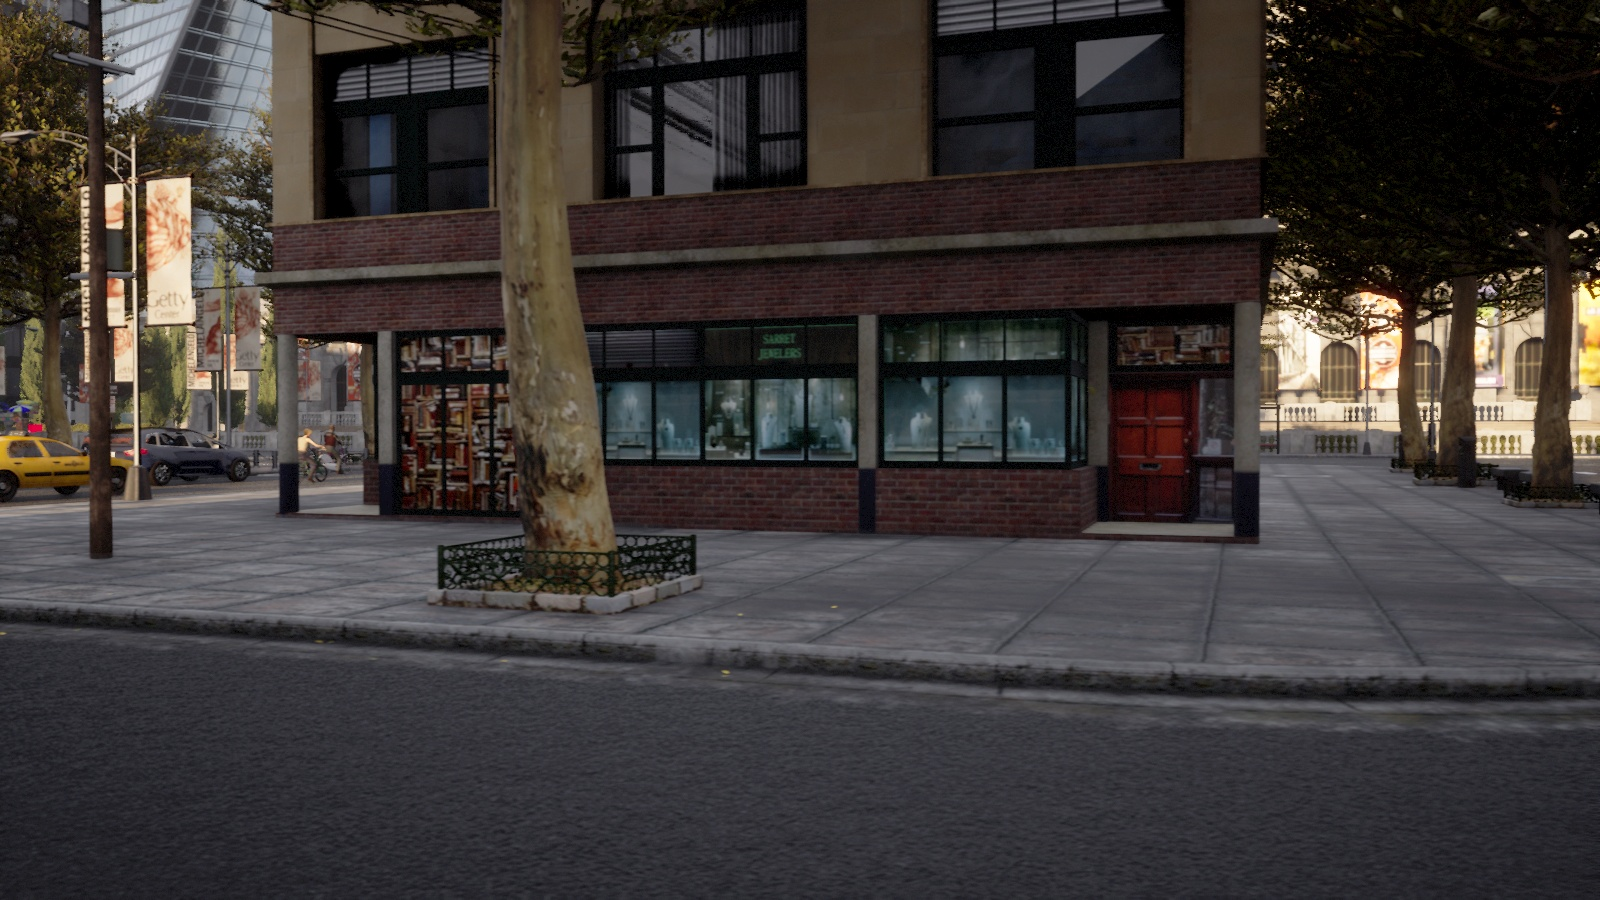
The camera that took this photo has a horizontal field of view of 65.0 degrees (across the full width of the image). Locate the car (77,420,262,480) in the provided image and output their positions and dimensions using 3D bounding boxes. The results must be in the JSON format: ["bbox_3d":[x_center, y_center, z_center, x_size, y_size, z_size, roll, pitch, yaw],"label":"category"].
[{"bbox_3d":[-18.590,-0.046,37.277,2.242,1.667,4.611,1,1,20],"label":"car"}]

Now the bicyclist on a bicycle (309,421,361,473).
[{"bbox_3d":[-16.251,-0.117,43.940,0.659,1.776,1.843,1,1,20],"label":"bicyclist on a bicycle"}]

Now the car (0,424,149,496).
[{"bbox_3d":[-17.898,0.190,28.895,1.801,1.575,5.366,1,1,20],"label":"car"}]

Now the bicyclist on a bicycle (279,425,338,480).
[{"bbox_3d":[-14.734,0.061,37.682,0.866,1.612,1.509,1,1,20],"label":"bicyclist on a bicycle"}]
